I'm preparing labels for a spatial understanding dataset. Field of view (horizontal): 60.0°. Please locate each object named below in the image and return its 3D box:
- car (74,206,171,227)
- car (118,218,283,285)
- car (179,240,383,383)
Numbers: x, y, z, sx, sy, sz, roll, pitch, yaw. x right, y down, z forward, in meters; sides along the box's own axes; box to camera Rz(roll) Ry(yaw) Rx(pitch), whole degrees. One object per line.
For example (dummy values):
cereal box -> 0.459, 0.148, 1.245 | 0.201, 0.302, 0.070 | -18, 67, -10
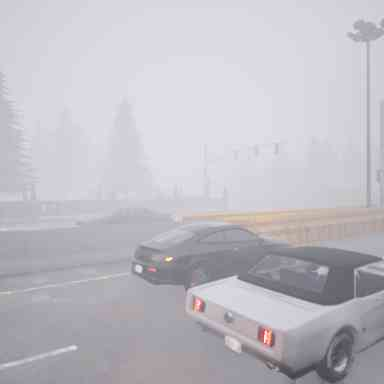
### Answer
car -> -3.661, 1.495, 18.537 | 5.357, 1.411, 2.033 | -1, 0, -35
car -> 0.719, 1.493, 8.537 | 4.674, 1.442, 1.812 | 0, 0, -35
car -> 2.321, 1.571, 5.382 | 4.718, 1.301, 1.895 | -1, 0, -35
